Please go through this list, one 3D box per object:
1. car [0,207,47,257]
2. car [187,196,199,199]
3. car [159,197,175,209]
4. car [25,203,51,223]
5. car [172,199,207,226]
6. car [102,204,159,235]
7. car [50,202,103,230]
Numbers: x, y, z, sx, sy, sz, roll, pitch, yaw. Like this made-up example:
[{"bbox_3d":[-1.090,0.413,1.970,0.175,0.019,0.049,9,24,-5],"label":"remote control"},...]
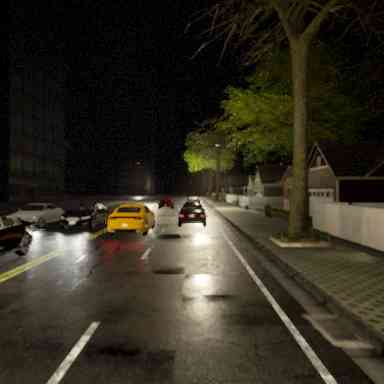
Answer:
[{"bbox_3d":[-6.581,1.440,9.991,2.128,1.511,4.902,0,0,0],"label":"car"},{"bbox_3d":[0.100,1.299,42.397,2.128,1.511,4.902,0,0,0],"label":"car"},{"bbox_3d":[-3.133,1.334,41.714,1.812,1.442,4.674,0,0,0],"label":"car"},{"bbox_3d":[-9.773,1.421,21.184,1.812,1.442,4.674,0,0,0],"label":"car"},{"bbox_3d":[0.025,1.439,22.091,2.033,1.411,5.357,0,0,0],"label":"car"},{"bbox_3d":[-3.144,1.387,18.077,1.882,1.535,5.008,0,1,0],"label":"car"},{"bbox_3d":[-6.492,1.390,20.474,2.128,1.511,4.902,0,0,0],"label":"car"}]
